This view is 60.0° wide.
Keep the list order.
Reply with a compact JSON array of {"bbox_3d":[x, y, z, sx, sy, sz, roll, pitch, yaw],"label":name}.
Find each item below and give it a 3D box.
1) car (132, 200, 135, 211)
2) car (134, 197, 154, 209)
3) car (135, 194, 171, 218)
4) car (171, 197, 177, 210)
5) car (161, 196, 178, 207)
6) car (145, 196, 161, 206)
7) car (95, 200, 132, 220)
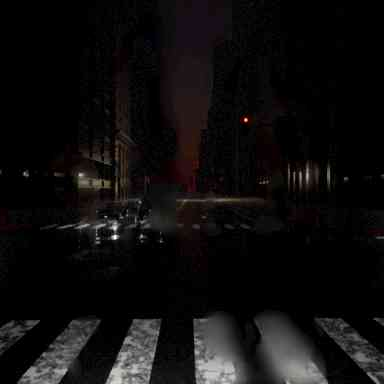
[{"bbox_3d":[-6.614,1.581,37.012,1.895,1.301,4.718,0,0,0],"label":"car"},{"bbox_3d":[-6.610,1.463,46.420,2.128,1.511,4.902,0,0,0],"label":"car"},{"bbox_3d":[-3.361,1.207,29.943,2.150,2.045,5.566,0,0,0],"label":"car"},{"bbox_3d":[-3.362,1.469,40.036,2.128,1.511,4.902,0,0,0],"label":"car"},{"bbox_3d":[-3.352,1.458,50.459,2.128,1.511,4.902,0,0,0],"label":"car"},{"bbox_3d":[-6.582,1.503,57.075,2.033,1.411,5.357,0,0,0],"label":"car"},{"bbox_3d":[-6.629,1.588,27.896,1.895,1.301,4.718,0,0,1],"label":"car"}]
